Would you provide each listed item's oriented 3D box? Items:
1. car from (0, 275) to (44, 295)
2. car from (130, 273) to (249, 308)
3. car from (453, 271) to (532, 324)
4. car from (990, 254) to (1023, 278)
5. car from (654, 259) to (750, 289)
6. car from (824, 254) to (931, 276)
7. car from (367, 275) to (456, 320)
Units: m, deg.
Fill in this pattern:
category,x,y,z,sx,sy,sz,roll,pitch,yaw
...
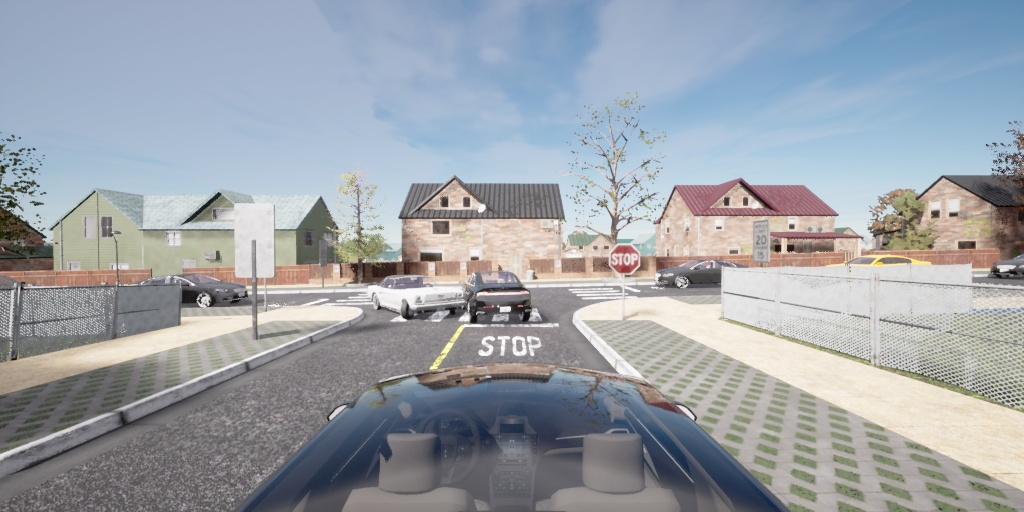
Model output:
category,x,y,z,sx,sy,sz,roll,pitch,yaw
car,-24.239,1.647,16.450,4.553,1.767,2.097,-1,1,0
car,-14.902,1.566,16.491,4.902,1.511,2.128,-1,1,0
car,-0.685,1.242,12.137,2.128,1.511,4.902,0,0,-12
car,29.385,0.478,19.619,4.902,1.511,2.128,-1,1,0
car,10.330,0.925,19.545,4.902,1.511,2.128,-1,1,0
car,19.761,0.690,19.582,5.008,1.535,1.882,-1,1,-1
car,-3.602,1.367,12.996,1.895,1.301,4.718,0,0,-38
